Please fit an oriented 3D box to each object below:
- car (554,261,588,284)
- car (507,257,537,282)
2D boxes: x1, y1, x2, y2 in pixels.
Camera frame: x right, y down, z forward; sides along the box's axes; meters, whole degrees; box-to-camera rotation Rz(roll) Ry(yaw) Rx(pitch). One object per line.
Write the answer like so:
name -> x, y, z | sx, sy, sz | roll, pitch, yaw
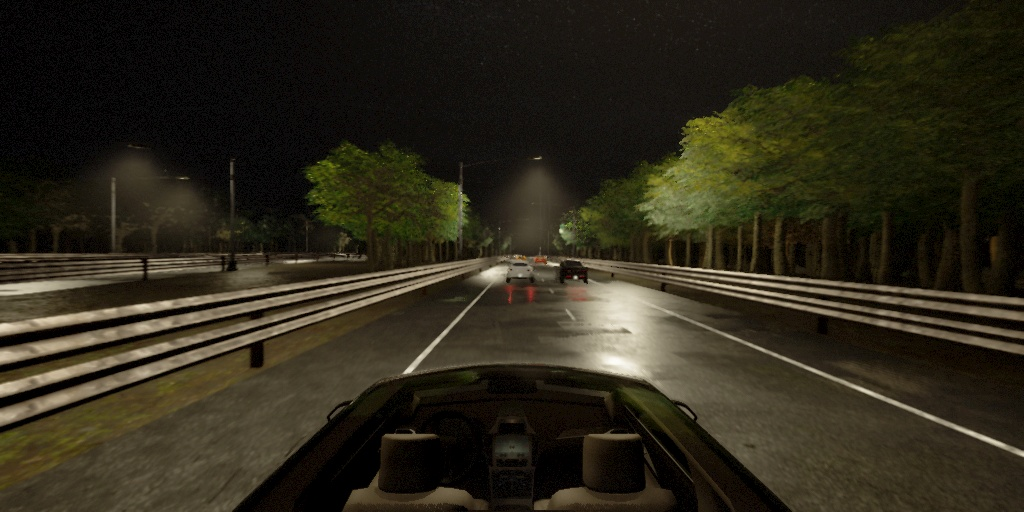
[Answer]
car -> 4.076, 1.061, 25.054 | 1.837, 1.490, 4.892 | 1, 1, 2
car -> 0.596, 1.041, 25.769 | 1.812, 1.442, 4.674 | 1, 1, 2
